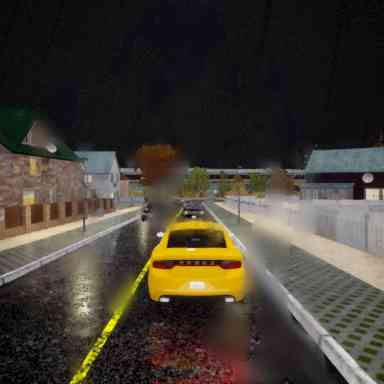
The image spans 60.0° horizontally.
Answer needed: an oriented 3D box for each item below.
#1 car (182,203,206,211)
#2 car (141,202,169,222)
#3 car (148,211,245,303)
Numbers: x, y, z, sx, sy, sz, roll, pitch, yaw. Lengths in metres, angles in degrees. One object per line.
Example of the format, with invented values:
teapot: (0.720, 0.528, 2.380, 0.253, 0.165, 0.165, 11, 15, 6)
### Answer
car: (0.153, 1.596, 27.407, 1.895, 1.301, 4.718, 0, 0, 0)
car: (-2.787, 1.520, 26.022, 1.812, 1.442, 4.674, 0, 0, 0)
car: (0.099, 1.473, 8.270, 1.882, 1.535, 5.008, 0, 0, 0)
